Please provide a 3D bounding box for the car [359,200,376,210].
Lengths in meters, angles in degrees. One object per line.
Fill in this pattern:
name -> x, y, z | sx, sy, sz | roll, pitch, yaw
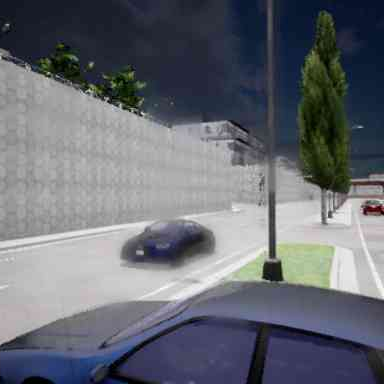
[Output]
car -> 27.406, 1.991, 52.072 | 2.128, 1.511, 4.902 | -1, -1, 25

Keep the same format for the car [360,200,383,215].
car -> 21.279, 1.727, 39.219 | 2.097, 1.767, 4.553 | -1, -1, 25

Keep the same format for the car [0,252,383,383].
car -> 0.609, 1.581, 2.920 | 5.357, 1.411, 2.033 | -1, -1, 25

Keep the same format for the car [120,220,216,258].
car -> -0.715, 1.716, 12.095 | 1.994, 1.385, 4.181 | -1, -1, 27
